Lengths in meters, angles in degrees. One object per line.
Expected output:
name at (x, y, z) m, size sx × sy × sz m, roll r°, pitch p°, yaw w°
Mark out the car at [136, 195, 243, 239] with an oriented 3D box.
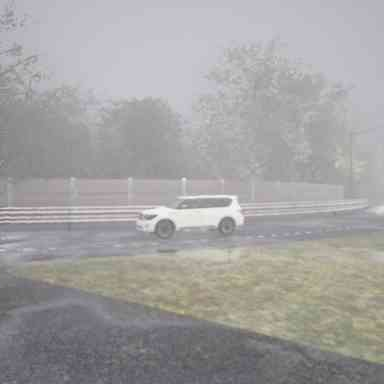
car at (-0.044, 1.177, 17.082) m, size 5.566 × 2.045 × 2.150 m, roll 0°, pitch 0°, yaw -23°
